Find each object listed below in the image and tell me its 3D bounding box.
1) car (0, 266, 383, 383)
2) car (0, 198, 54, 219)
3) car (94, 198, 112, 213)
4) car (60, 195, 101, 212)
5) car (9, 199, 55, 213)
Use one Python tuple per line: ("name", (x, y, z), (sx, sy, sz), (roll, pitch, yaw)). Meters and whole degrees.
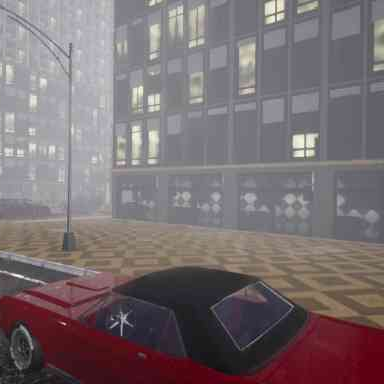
("car", (-0.333, 1.600, 3.927), (4.718, 1.301, 1.895), (0, 0, 36))
("car", (-15.737, 1.517, 30.754), (2.192, 1.841, 5.009), (1, 0, 37))
("car", (-8.916, 1.828, 39.949), (1.752, 1.417, 4.829), (1, 0, 37))
("car", (-14.052, 1.424, 42.717), (2.150, 2.045, 5.566), (1, 0, 37))
("car", (-19.211, 1.641, 40.138), (1.752, 1.417, 4.829), (1, 0, 37))
